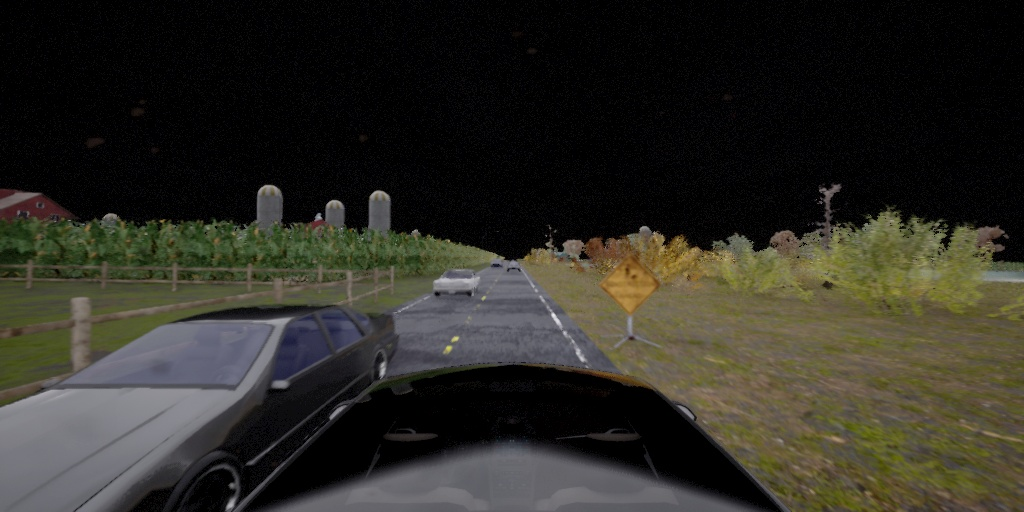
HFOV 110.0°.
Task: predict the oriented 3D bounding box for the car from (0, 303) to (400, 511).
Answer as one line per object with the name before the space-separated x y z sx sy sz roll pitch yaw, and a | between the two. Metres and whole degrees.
car | -2.848 1.294 3.975 2.033 1.411 5.357 0 0 0

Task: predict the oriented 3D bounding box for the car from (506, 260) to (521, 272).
car | 0.230 1.371 48.796 2.033 1.411 5.357 0 0 0

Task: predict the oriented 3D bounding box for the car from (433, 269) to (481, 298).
car | -2.788 1.360 18.846 1.895 1.301 4.718 0 0 0

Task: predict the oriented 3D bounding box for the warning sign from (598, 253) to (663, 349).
warning sign | 2.461 0.871 7.485 1.300 1.860 1.060 0 0 0

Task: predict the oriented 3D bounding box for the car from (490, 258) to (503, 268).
car | -2.623 1.210 61.881 2.097 1.767 4.553 0 0 1
